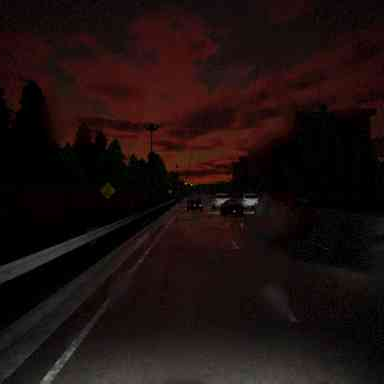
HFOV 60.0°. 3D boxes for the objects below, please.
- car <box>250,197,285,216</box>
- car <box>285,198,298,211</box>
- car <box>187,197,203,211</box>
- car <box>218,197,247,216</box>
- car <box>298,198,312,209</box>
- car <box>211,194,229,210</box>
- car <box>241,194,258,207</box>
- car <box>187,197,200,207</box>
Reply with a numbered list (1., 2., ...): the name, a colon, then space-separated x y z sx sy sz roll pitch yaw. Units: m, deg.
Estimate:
1. car: 7.285 1.504 32.404 1.837 1.490 4.892 0 0 0
2. car: 10.824 1.601 40.228 1.895 1.301 4.718 0 0 0
3. car: 0.334 1.548 39.716 2.033 1.411 5.357 0 0 0
4. car: 3.782 1.526 31.924 1.812 1.442 4.674 0 0 0
5. car: 14.338 1.478 44.319 1.882 1.535 5.008 0 0 0
6. car: 3.832 1.221 43.949 2.150 2.045 5.566 0 0 0
7. car: 7.333 1.221 43.474 2.150 2.045 5.566 0 0 0
8. car: 0.262 1.526 51.037 1.812 1.442 4.674 0 0 0
